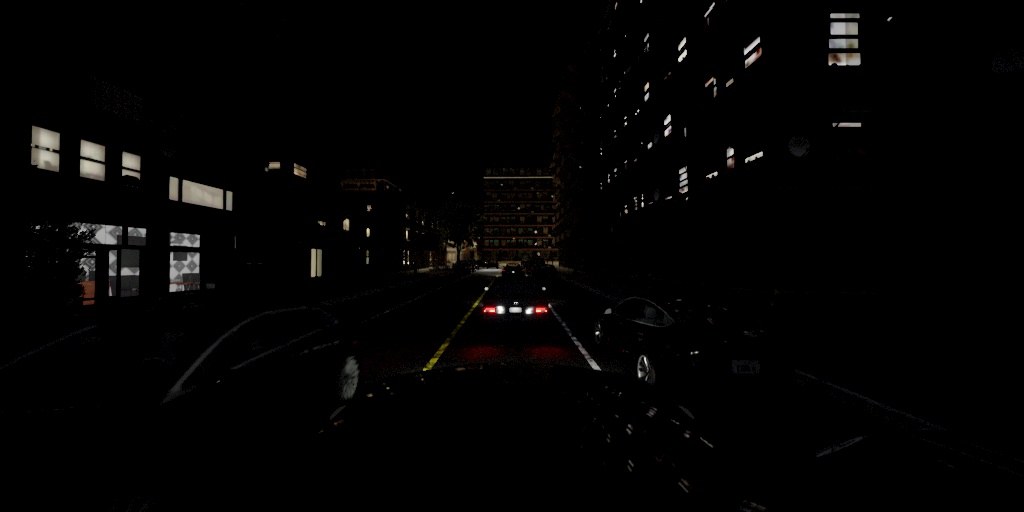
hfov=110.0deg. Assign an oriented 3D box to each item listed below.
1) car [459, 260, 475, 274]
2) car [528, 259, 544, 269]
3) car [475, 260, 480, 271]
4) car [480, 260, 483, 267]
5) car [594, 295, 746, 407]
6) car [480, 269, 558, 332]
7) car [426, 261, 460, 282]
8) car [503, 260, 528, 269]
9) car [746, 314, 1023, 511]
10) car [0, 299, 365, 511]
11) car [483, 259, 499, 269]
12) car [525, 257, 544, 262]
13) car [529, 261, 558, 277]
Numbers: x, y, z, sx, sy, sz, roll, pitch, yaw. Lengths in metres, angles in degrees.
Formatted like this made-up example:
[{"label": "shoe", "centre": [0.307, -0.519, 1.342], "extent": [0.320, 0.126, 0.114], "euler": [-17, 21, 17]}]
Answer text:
[{"label": "car", "centre": [-5.652, 1.209, 40.284], "extent": [1.967, 1.591, 4.097], "euler": [0, 0, 0]}, {"label": "car", "centre": [2.695, 1.291, 34.825], "extent": [1.751, 1.417, 4.829], "euler": [0, 0, 0]}, {"label": "car", "centre": [-5.652, 1.213, 45.972], "extent": [1.967, 1.591, 4.097], "euler": [0, 0, 0]}, {"label": "car", "centre": [-5.651, 1.359, 51.658], "extent": [1.802, 1.307, 4.207], "euler": [0, 0, 0]}, {"label": "car", "centre": [2.692, 1.317, 6.223], "extent": [1.948, 1.339, 4.313], "euler": [0, 0, 0]}, {"label": "car", "centre": [0.096, 1.301, 10.841], "extent": [2.033, 1.411, 5.357], "euler": [0, 0, 0]}, {"label": "car", "centre": [-5.654, 1.288, 28.742], "extent": [1.751, 1.417, 4.829], "euler": [0, 0, 0]}, {"label": "car", "centre": [0.104, 1.328, 32.288], "extent": [1.994, 1.385, 4.181], "euler": [0, 0, 0]}, {"label": "car", "centre": [2.691, 1.189, 0.536], "extent": [1.967, 1.591, 4.097], "euler": [0, 0, 0]}, {"label": "car", "centre": [-3.102, 1.242, 3.419], "extent": [2.128, 1.511, 4.902], "euler": [0, 0, 0]}, {"label": "car", "centre": [-3.039, 1.382, 55.856], "extent": [1.895, 1.301, 4.718], "euler": [0, 0, 0]}, {"label": "car", "centre": [2.695, 1.084, 40.343], "extent": [2.192, 1.841, 5.009], "euler": [0, 0, 0]}, {"label": "car", "centre": [2.694, 1.313, 28.969], "extent": [2.007, 1.370, 4.403], "euler": [0, 0, 0]}]
